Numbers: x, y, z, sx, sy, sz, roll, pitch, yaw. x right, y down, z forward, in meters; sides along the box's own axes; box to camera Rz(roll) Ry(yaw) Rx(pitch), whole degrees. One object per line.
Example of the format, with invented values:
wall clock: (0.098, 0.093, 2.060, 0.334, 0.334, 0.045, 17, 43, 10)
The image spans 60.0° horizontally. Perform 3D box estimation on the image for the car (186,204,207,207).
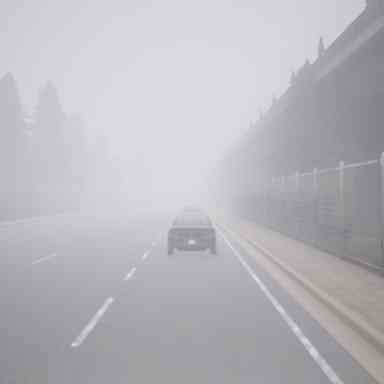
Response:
car: (-0.016, 1.877, 28.483, 1.994, 1.385, 4.181, 0, -1, 0)

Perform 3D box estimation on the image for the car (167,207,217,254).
car: (0.011, 1.635, 14.255, 1.882, 1.535, 5.008, 0, 0, 0)

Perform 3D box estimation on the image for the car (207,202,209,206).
car: (5.209, 2.352, 73.024, 4.181, 1.385, 1.994, 0, -1, -36)

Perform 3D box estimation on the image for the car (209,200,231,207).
car: (6.463, 2.357, 69.568, 4.718, 1.301, 1.895, 1, -1, -40)
